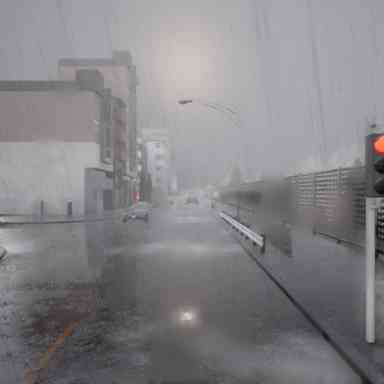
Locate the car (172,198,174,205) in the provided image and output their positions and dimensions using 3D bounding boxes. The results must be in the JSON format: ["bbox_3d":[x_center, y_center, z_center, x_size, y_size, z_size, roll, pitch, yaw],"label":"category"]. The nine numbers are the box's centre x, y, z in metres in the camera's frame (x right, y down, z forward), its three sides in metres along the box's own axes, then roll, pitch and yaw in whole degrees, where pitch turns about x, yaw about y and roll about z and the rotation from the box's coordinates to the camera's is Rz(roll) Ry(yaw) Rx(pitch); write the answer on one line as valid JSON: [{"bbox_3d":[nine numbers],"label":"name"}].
[{"bbox_3d":[-4.112,1.478,55.886,1.882,1.535,5.008,0,0,0],"label":"car"}]

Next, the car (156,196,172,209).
[{"bbox_3d":[-4.116,1.504,44.387,1.837,1.490,4.892,0,0,0],"label":"car"}]

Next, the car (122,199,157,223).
[{"bbox_3d":[-4.108,1.505,25.719,1.837,1.490,4.892,0,0,0],"label":"car"}]

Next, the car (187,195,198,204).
[{"bbox_3d":[0.068,1.352,65.578,2.097,1.767,4.553,0,0,0],"label":"car"}]
